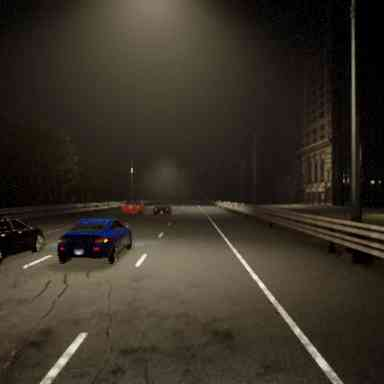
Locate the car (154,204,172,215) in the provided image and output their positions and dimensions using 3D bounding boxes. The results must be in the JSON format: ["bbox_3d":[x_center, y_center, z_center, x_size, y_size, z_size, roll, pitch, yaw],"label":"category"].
[{"bbox_3d":[-3.442,2.054,39.945,1.895,1.301,4.718,0,-1,0],"label":"car"}]

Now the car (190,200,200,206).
[{"bbox_3d":[1.137,2.764,84.799,1.812,1.442,4.674,0,-1,0],"label":"car"}]

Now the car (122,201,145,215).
[{"bbox_3d":[-6.943,1.804,39.810,2.097,1.767,4.553,0,-1,0],"label":"car"}]

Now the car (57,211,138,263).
[{"bbox_3d":[-3.415,1.654,12.344,1.812,1.442,4.674,0,-1,0],"label":"car"}]

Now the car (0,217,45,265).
[{"bbox_3d":[-6.911,1.626,11.645,1.837,1.490,4.892,0,-1,0],"label":"car"}]
